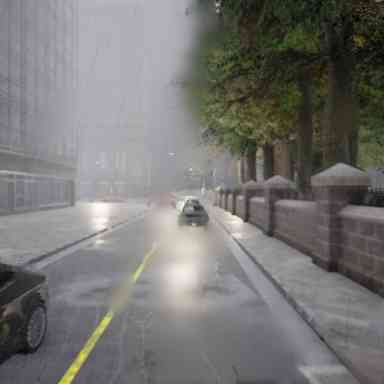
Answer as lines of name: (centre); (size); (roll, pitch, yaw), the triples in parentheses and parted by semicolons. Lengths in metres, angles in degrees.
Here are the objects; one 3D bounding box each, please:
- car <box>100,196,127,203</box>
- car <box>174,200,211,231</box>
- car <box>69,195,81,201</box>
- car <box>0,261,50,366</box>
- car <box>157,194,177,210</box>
car: (-14.931, 1.391, 63.383); (4.829, 1.417, 1.752); (1, -1, 0)
car: (0.100, 1.516, 20.589); (1.837, 1.490, 4.892); (0, 0, 0)
car: (-26.300, 1.305, 71.977); (4.313, 1.339, 1.947); (1, -1, 0)
car: (-3.105, 1.528, 3.433); (1.812, 1.442, 4.674); (0, 0, 0)
car: (-3.080, 1.226, 42.315); (2.150, 2.045, 5.566); (0, 0, 0)
